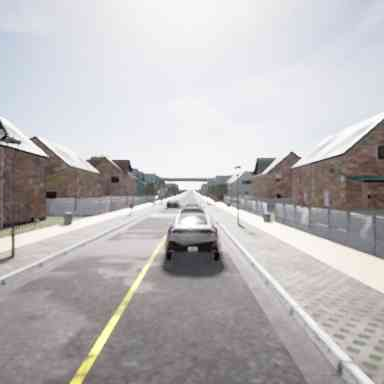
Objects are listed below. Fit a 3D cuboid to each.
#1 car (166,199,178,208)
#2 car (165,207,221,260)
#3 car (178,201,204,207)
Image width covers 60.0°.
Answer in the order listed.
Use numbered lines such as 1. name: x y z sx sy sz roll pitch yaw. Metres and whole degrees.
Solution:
1. car: -2.852 1.753 49.392 1.895 1.301 4.718 0 0 0
2. car: 0.043 1.540 12.607 2.128 1.511 4.902 0 0 0
3. car: 0.040 1.600 27.618 1.837 1.490 4.892 0 0 0
